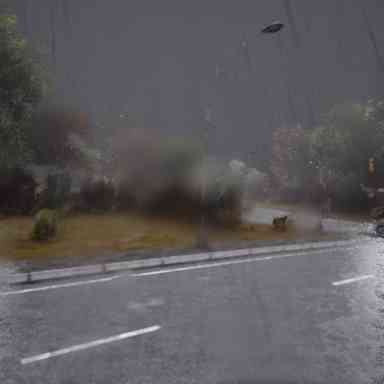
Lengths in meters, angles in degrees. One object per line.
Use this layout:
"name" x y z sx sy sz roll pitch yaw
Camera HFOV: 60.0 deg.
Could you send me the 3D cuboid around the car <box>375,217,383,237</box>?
"car" 14.711 2.223 21.846 2.097 1.767 4.553 4 -2 -32
